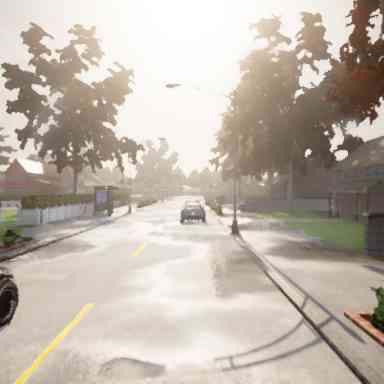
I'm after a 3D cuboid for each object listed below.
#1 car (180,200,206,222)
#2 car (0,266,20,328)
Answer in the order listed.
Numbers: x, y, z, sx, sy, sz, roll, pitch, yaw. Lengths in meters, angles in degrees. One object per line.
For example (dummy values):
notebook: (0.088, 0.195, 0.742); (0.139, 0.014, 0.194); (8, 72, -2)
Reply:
car: (0.094, 1.563, 26.523); (1.994, 1.385, 4.181); (0, 0, 0)
car: (-4.050, 1.565, 4.180); (1.994, 1.385, 4.181); (0, 0, 0)
